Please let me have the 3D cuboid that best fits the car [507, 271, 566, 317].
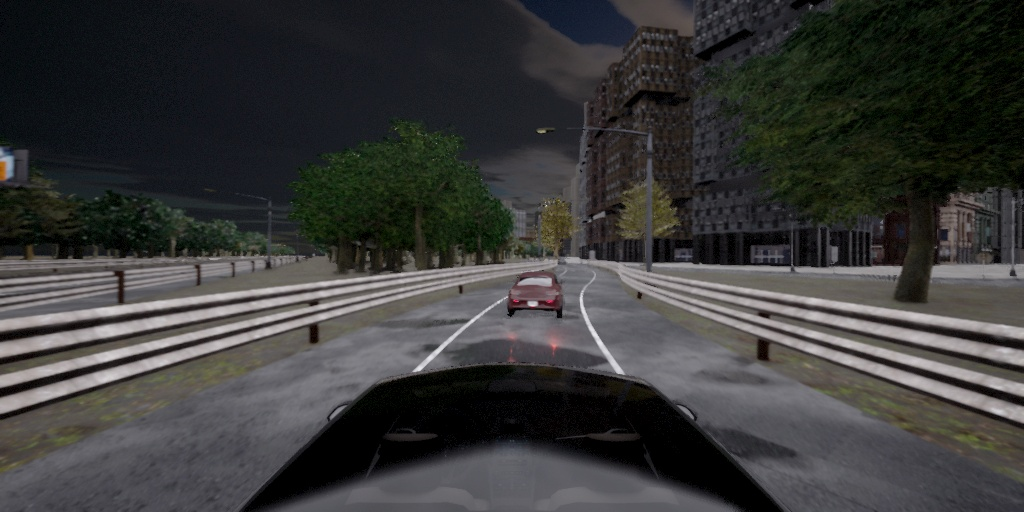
[{"bbox_3d":[0.967,1.289,13.191,1.812,1.442,4.674,0,0,8],"label":"car"}]
